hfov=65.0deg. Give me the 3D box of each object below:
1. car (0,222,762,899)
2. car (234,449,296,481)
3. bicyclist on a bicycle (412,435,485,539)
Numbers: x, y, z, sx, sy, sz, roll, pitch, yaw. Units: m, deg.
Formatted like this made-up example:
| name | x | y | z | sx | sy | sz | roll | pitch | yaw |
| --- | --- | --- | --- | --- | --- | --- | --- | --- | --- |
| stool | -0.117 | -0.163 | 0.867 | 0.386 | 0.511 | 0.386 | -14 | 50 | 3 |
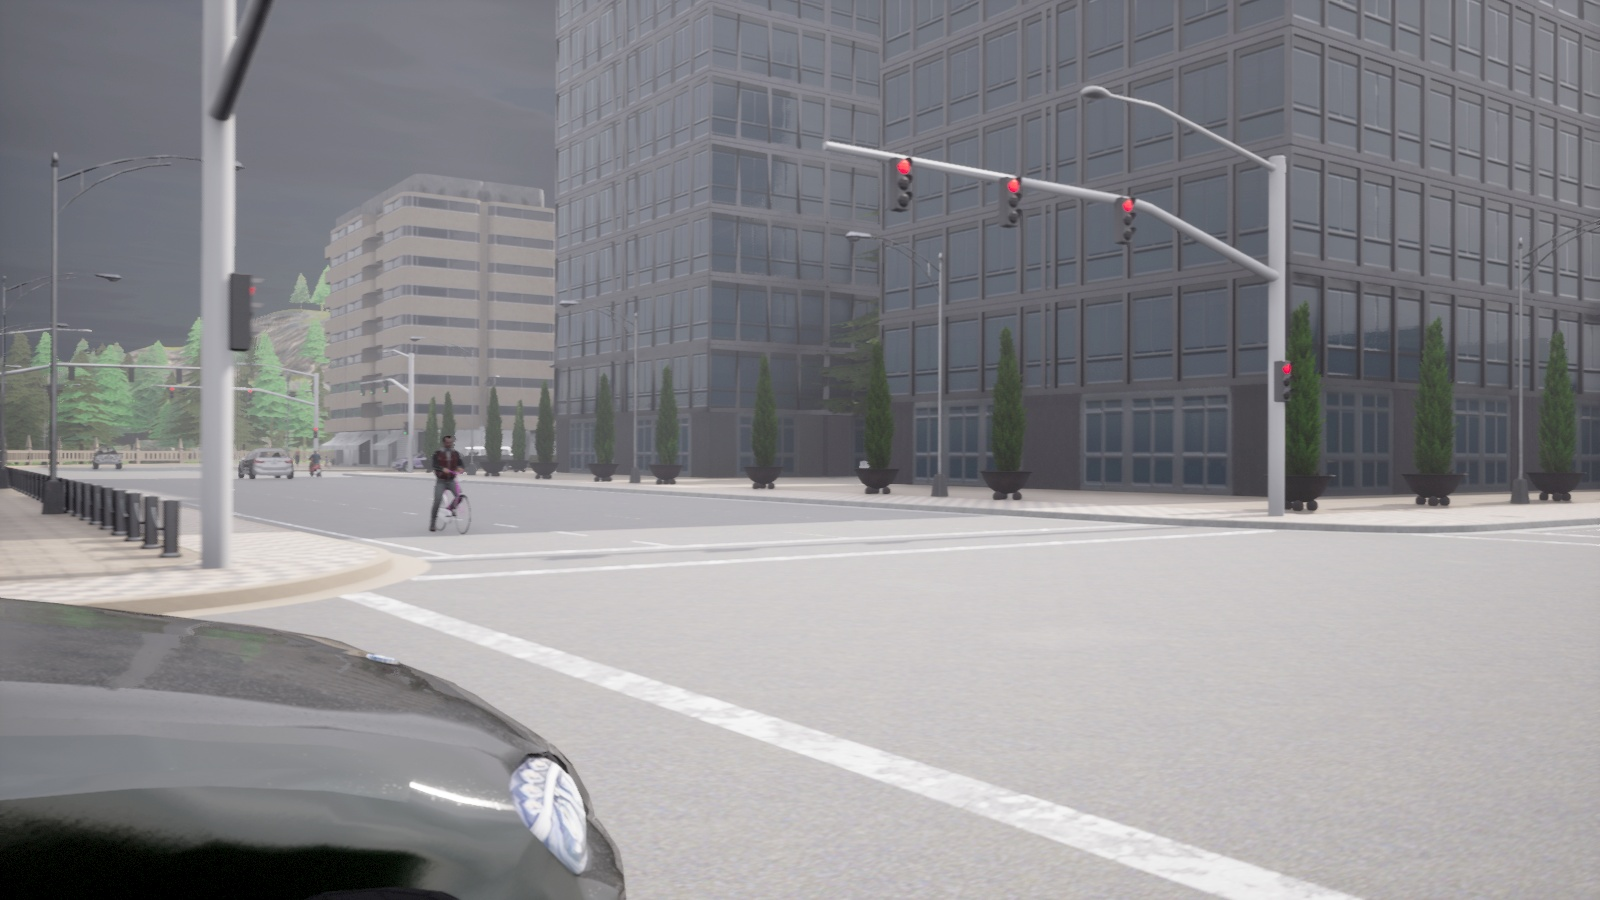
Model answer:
| name | x | y | z | sx | sy | sz | roll | pitch | yaw |
| --- | --- | --- | --- | --- | --- | --- | --- | --- | --- |
| car | -2.748 | 0.531 | 1.747 | 5.027 | 1.651 | 2.152 | 0 | 0 | -35 |
| car | -28.942 | 0.789 | 67.847 | 2.242 | 1.667 | 4.611 | 0 | 0 | -35 |
| bicyclist on a bicycle | -6.282 | 0.642 | 22.391 | 0.659 | 1.776 | 1.843 | 0 | 0 | -35 |
